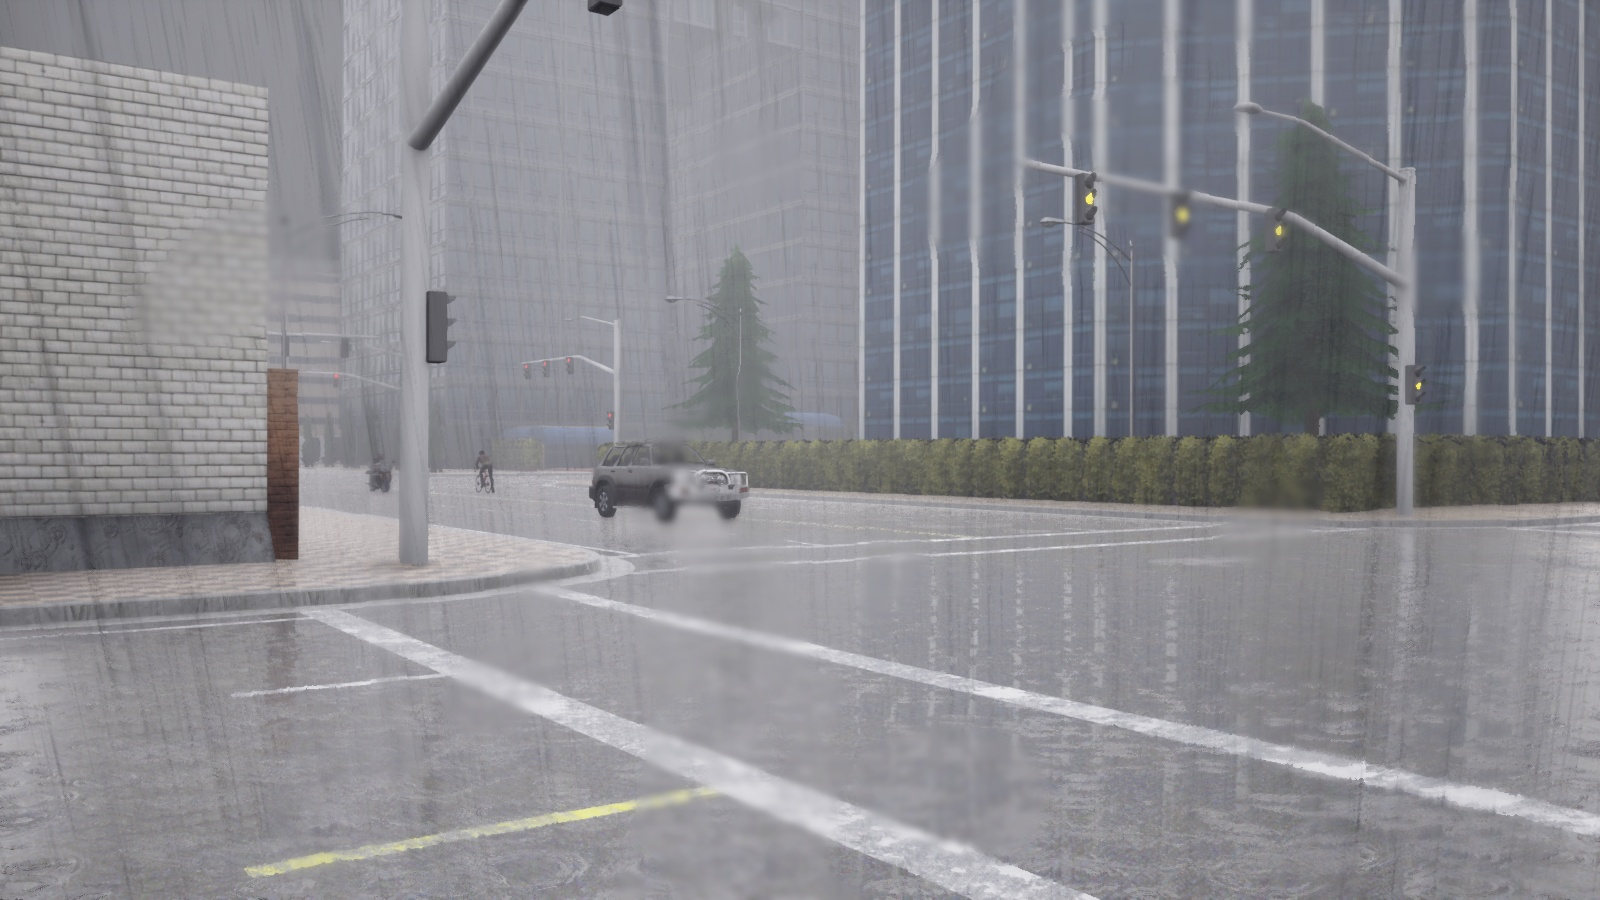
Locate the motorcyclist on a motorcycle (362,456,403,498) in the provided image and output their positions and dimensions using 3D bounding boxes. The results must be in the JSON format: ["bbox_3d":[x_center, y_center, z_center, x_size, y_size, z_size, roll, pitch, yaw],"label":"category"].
[{"bbox_3d":[-15.638,0.983,46.985,0.866,1.530,2.191,0,0,-35],"label":"motorcyclist on a motorcycle"}]

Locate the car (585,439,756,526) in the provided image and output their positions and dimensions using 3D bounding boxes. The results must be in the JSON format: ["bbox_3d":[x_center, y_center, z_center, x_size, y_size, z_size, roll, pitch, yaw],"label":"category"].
[{"bbox_3d":[-3.097,0.695,29.092,1.932,1.855,4.605,0,0,-35],"label":"car"}]
